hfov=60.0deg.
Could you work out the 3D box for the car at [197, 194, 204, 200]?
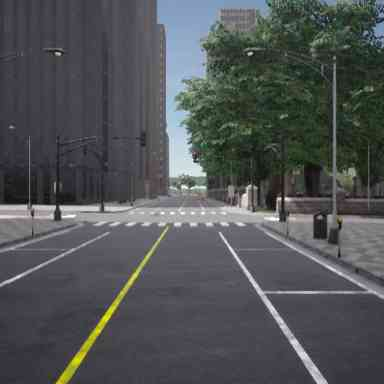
[{"bbox_3d":[2.387,1.412,93.098,2.097,1.767,4.553,0,0,0],"label":"car"}]
